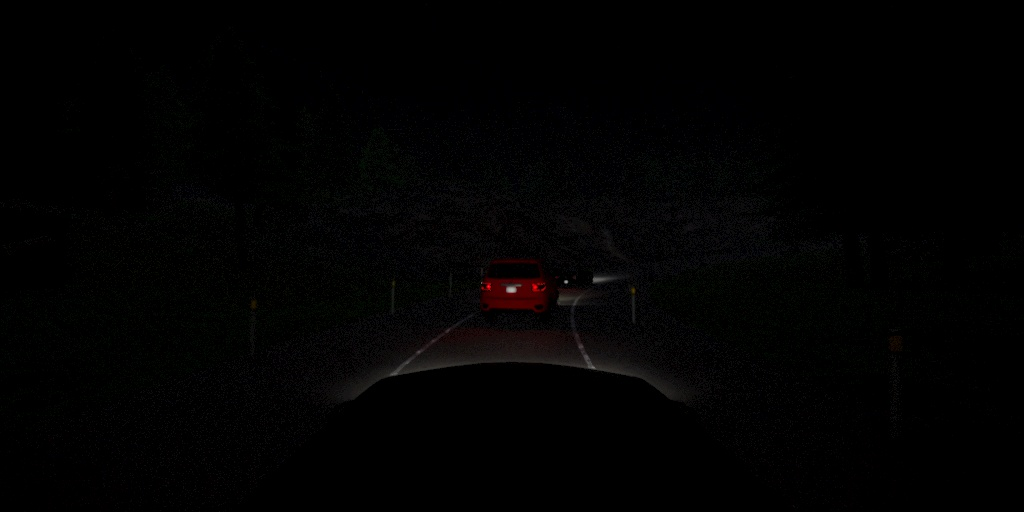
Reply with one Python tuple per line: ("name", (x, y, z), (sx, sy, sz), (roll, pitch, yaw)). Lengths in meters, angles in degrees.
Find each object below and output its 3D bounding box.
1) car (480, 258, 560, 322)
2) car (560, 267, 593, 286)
("car", (0.441, 1.085, 13.033), (2.150, 2.045, 5.566), (0, 0, 10))
("car", (4.680, 1.480, 26.648), (1.895, 1.301, 4.718), (0, 0, 26))
